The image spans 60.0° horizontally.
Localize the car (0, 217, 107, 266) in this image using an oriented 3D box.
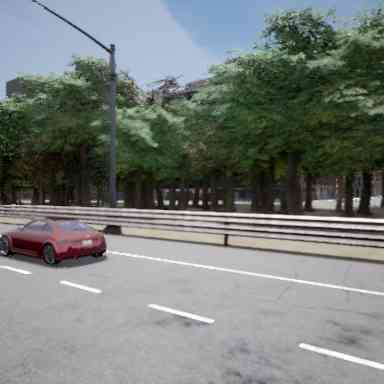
[{"bbox_3d":[-4.947,1.582,11.707,4.181,1.385,1.994,0,0,36],"label":"car"}]
